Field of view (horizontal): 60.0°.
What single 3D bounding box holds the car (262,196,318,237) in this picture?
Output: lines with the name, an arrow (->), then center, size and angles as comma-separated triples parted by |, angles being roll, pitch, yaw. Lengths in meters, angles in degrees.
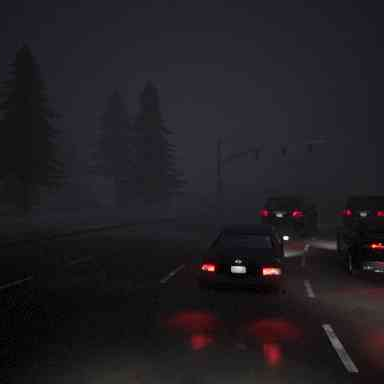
car -> 5.469, 1.214, 18.308 | 2.150, 2.045, 5.566 | 0, 0, 28

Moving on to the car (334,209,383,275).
car -> 5.600, 1.501, 10.126 | 1.837, 1.490, 4.892 | 0, 0, 18

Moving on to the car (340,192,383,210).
car -> 10.015, 1.214, 18.778 | 2.150, 2.045, 5.566 | 0, 0, 34

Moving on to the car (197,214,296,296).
car -> 1.535, 1.544, 8.858 | 2.033, 1.411, 5.357 | 0, 0, 15
